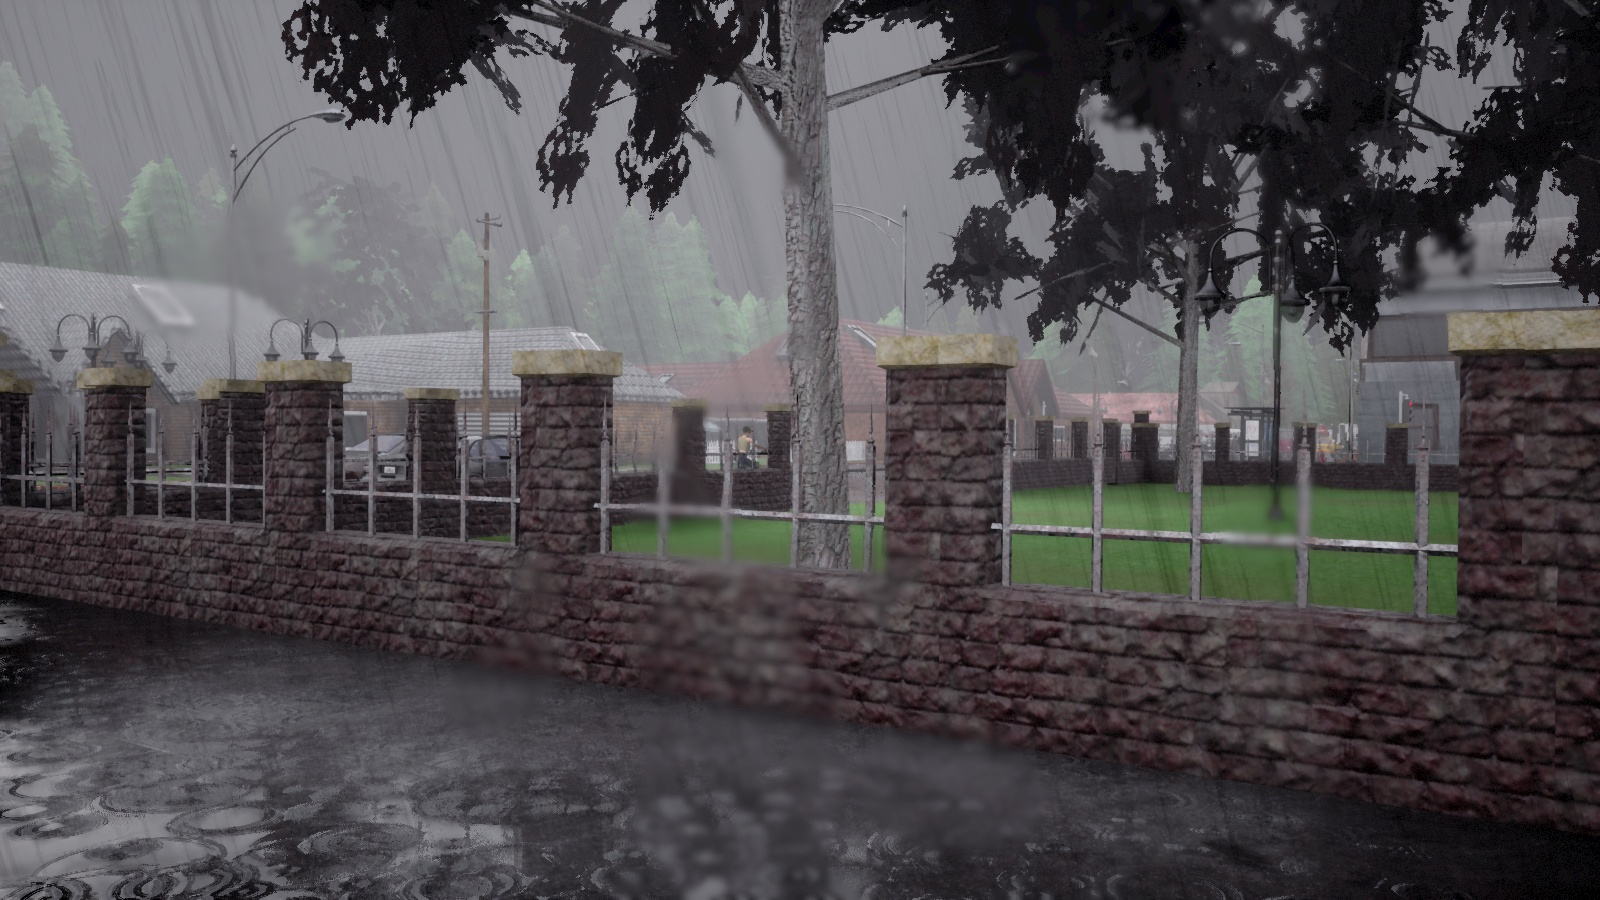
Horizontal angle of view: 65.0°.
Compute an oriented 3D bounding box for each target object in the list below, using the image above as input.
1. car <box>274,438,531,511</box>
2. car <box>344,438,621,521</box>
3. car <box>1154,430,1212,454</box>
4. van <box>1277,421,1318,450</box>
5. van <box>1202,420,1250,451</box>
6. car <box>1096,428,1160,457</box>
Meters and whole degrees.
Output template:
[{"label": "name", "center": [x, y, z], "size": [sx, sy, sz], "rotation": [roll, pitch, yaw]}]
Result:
[{"label": "car", "center": [-8.695, 0.475, 28.017], "size": [2.033, 1.411, 5.357], "rotation": [0, 1, 33]}, {"label": "car", "center": [-6.040, 0.496, 24.689], "size": [2.033, 1.411, 5.357], "rotation": [0, 1, 32]}, {"label": "car", "center": [23.661, -0.492, 77.436], "size": [2.033, 1.411, 5.357], "rotation": [0, 1, 33]}, {"label": "van", "center": [34.197, -1.003, 86.217], "size": [1.775, 1.987, 4.442], "rotation": [0, 1, 33]}, {"label": "van", "center": [29.132, -0.977, 85.784], "size": [2.069, 2.038, 4.480], "rotation": [0, 0, 33]}, {"label": "car", "center": [17.997, -0.423, 68.772], "size": [2.007, 1.525, 4.514], "rotation": [0, 1, 34]}]
